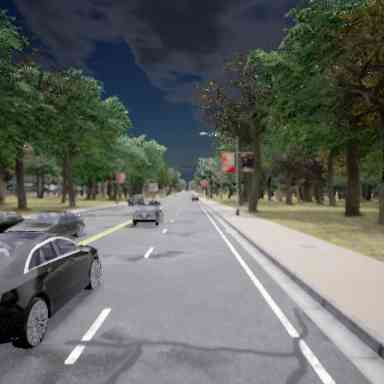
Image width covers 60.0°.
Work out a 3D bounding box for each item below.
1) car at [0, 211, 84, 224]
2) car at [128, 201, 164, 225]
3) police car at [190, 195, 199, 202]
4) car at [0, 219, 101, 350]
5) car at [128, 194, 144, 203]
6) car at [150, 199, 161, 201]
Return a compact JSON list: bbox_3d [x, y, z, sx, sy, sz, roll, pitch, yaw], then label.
[{"bbox_3d":[-6.601,1.596,15.558,2.033,1.411,5.357,0,0,0],"label":"car"},{"bbox_3d":[-3.149,1.628,24.463,2.033,1.411,5.357,0,0,0],"label":"car"},{"bbox_3d":[0.983,1.824,92.311,1.930,1.638,5.238,0,0,0],"label":"police car"},{"bbox_3d":[-3.148,1.510,6.243,2.128,1.511,4.902,0,0,0],"label":"car"},{"bbox_3d":[-9.780,1.445,58.547,2.150,2.045,5.566,0,0,1],"label":"car"},{"bbox_3d":[-6.533,1.825,58.660,1.895,1.301,4.718,0,0,1],"label":"car"}]
